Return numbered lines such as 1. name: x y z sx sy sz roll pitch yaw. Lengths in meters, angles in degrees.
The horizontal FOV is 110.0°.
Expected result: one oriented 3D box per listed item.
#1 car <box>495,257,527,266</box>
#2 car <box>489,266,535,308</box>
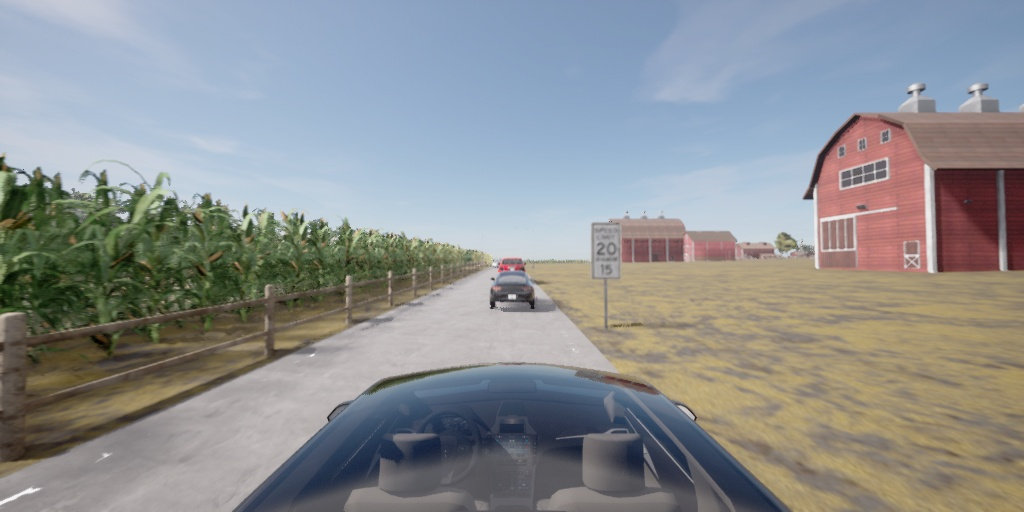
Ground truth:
1. car: 0.014 1.118 29.437 2.150 2.045 5.566 0 0 0
2. car: 0.027 1.367 15.729 1.812 1.442 4.674 0 0 1
